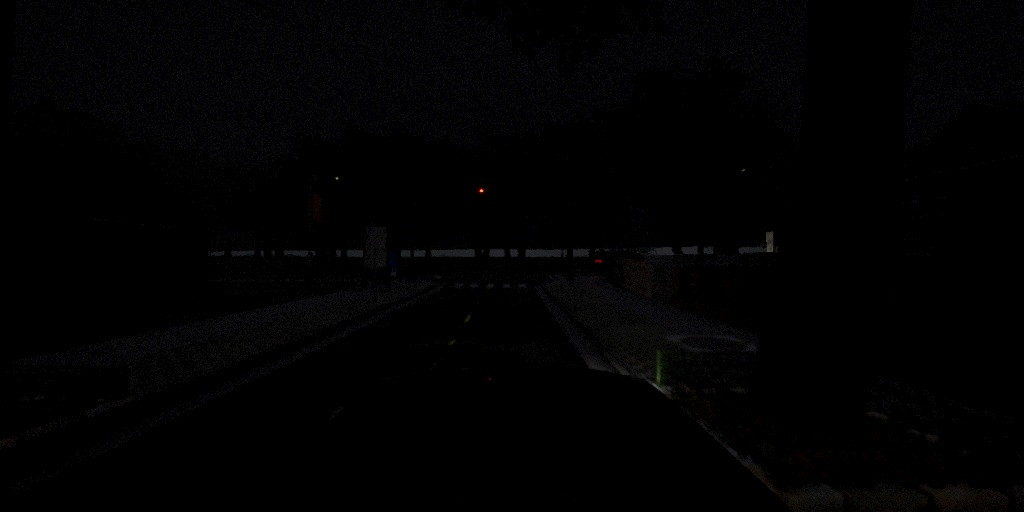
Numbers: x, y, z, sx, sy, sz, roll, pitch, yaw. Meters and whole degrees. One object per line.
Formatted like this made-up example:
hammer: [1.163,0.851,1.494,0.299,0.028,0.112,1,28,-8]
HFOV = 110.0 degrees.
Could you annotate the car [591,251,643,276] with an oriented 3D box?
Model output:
car: [9.241,0.592,28.998,5.566,2.045,2.150,-1,-1,0]
